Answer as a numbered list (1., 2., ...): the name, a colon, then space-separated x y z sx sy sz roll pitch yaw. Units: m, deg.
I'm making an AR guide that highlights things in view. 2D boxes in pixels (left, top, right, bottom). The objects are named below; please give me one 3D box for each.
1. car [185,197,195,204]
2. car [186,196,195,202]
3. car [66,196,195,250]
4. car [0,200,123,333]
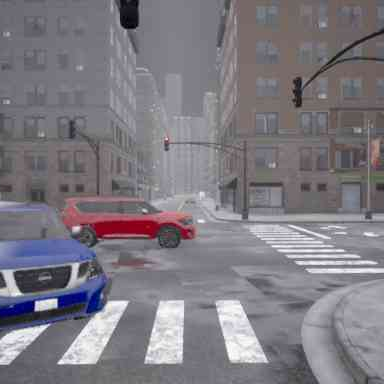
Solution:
1. car: -0.337 1.649 63.739 1.895 1.301 4.718 0 0 0
2. car: -0.410 1.483 73.744 1.895 1.301 4.718 0 0 0
3. car: -2.654 1.224 13.911 5.566 2.045 2.150 0 0 -1
4. car: -3.739 1.225 6.763 2.150 2.045 5.566 2 -2 -39
